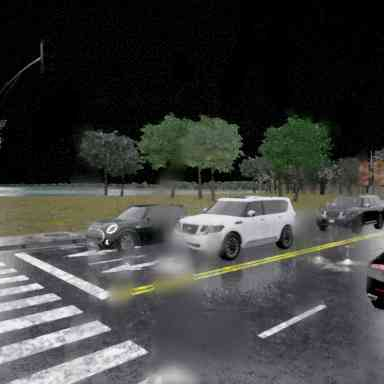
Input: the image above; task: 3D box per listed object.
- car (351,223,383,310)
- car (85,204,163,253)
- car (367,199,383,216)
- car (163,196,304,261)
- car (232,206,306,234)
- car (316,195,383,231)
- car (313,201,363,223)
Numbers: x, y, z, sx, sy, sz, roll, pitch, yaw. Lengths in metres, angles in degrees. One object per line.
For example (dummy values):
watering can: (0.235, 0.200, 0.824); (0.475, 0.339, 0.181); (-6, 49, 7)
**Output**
car: (5.223, 1.499, 6.756); (4.902, 1.511, 2.128); (0, 0, -43)
car: (-1.960, 1.298, 13.530); (4.553, 1.767, 2.097); (0, 0, -43)
car: (19.028, 1.512, 32.783); (4.674, 1.442, 1.812); (0, 0, -44)
car: (1.862, 1.190, 12.630); (5.566, 2.045, 2.150); (0, 0, -43)
car: (4.646, 1.559, 19.628); (4.718, 1.301, 1.895); (0, 0, -43)
car: (9.486, 1.205, 19.660); (5.566, 2.045, 2.150); (0, 0, -43)
car: (11.418, 1.497, 25.854); (4.674, 1.442, 1.812); (0, 0, -43)
